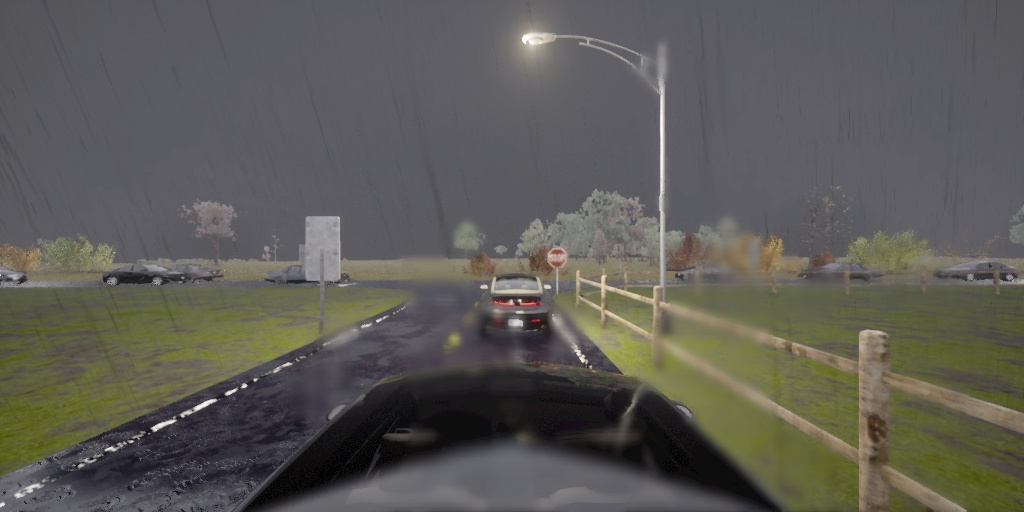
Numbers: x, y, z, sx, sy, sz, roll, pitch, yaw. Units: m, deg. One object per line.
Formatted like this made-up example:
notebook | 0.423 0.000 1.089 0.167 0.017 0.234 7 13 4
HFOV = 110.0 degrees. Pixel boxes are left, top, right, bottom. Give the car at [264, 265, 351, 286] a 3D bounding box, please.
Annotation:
car | -14.190 1.323 25.011 5.357 1.411 2.033 0 0 2

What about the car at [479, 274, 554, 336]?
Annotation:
car | 0.113 1.251 10.358 1.837 1.490 4.892 0 0 0

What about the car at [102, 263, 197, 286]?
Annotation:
car | -25.620 1.285 25.199 5.008 1.535 1.882 0 0 0

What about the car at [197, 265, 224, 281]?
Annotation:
car | -25.837 1.353 28.167 5.357 1.411 2.033 0 0 1

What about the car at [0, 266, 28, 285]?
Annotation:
car | -37.413 1.335 25.315 4.902 1.511 2.128 0 0 1

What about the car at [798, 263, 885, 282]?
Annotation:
car | 25.365 1.223 27.670 5.357 1.411 2.033 0 0 1

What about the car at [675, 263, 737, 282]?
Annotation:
car | 14.936 1.261 27.771 4.181 1.385 1.994 0 0 0

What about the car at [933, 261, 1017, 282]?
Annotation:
car | 35.549 1.166 27.566 4.892 1.490 1.837 0 0 1
